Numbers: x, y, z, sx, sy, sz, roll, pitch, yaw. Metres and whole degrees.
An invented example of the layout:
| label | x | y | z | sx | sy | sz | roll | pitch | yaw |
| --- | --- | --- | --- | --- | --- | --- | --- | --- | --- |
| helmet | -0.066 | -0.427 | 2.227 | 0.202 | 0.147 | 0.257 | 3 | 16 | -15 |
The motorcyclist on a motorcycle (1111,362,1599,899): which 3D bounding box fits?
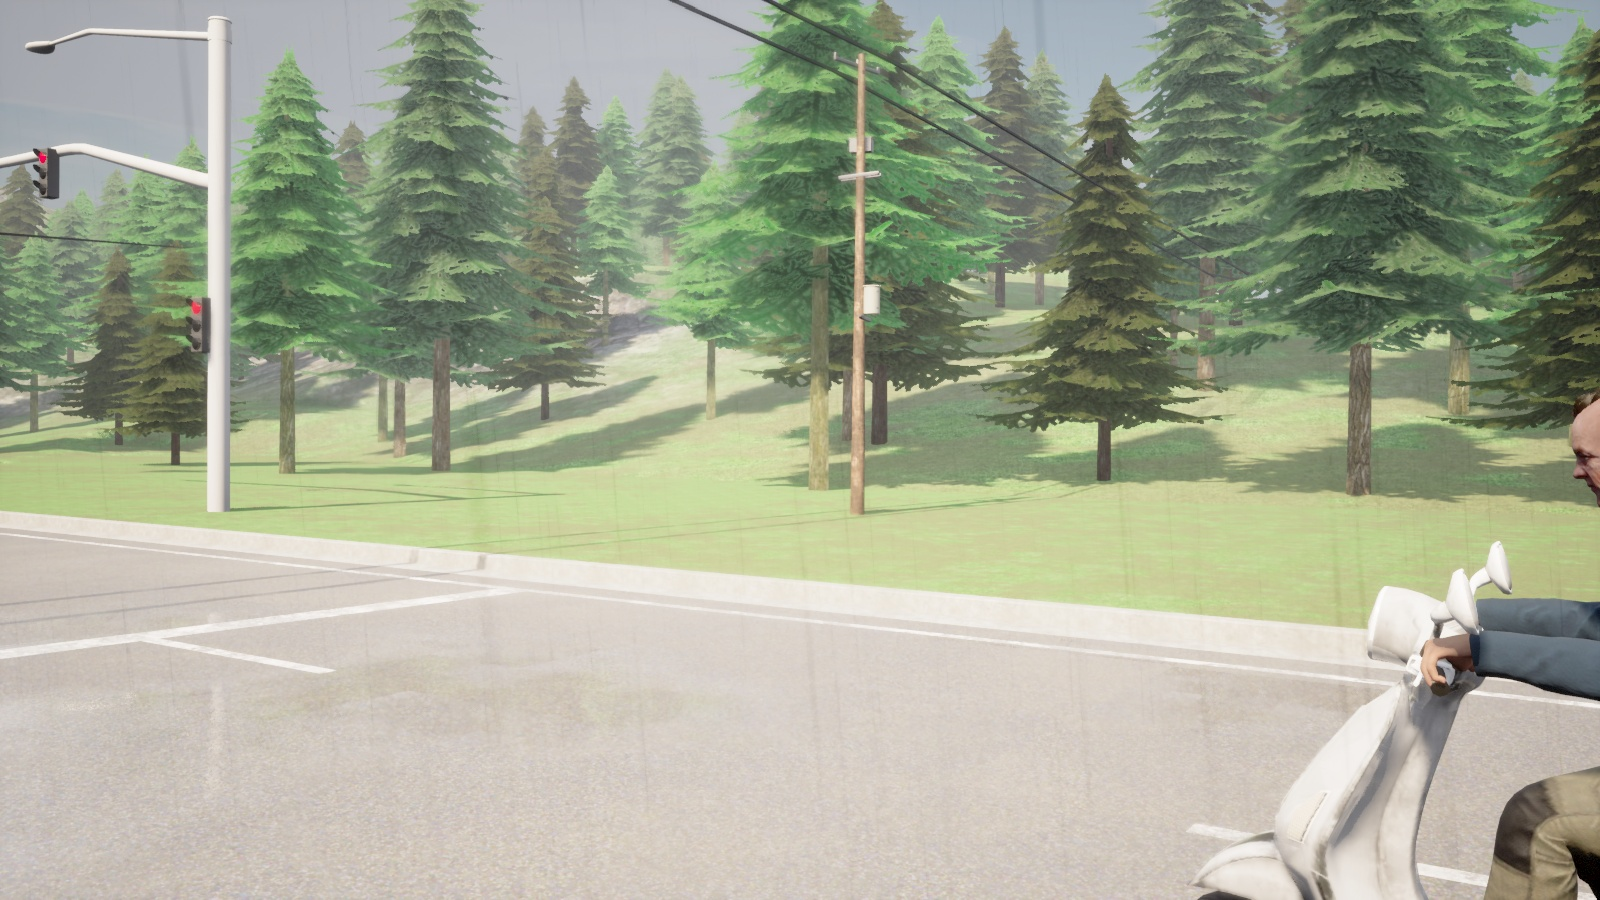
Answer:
| label | x | y | z | sx | sy | sz | roll | pitch | yaw |
| --- | --- | --- | --- | --- | --- | --- | --- | --- | --- |
| motorcyclist on a motorcycle | 1.659 | 0.635 | 2.519 | 1.817 | 1.590 | 0.866 | 0 | 1 | 34 |
